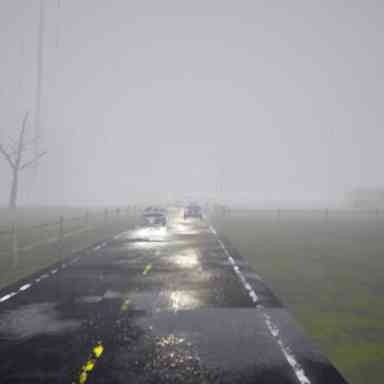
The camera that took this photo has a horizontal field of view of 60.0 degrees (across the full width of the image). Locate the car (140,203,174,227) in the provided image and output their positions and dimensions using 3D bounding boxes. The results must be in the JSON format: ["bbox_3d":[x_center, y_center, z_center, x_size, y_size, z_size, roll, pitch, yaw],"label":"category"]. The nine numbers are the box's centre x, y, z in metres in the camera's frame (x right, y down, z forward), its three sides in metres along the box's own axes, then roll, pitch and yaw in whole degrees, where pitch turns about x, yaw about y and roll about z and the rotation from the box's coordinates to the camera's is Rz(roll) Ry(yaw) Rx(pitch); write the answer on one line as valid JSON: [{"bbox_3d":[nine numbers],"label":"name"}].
[{"bbox_3d":[-2.827,1.811,25.763,2.128,1.511,4.902,0,-1,0],"label":"car"}]

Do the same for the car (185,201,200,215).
[{"bbox_3d":[0.109,2.021,43.392,1.882,1.535,5.008,0,0,0],"label":"car"}]

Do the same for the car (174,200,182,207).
[{"bbox_3d":[-2.703,2.326,66.293,1.882,1.535,5.008,0,-1,0],"label":"car"}]

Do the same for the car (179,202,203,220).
[{"bbox_3d":[0.120,1.947,32.141,2.033,1.411,5.357,0,-1,0],"label":"car"}]
